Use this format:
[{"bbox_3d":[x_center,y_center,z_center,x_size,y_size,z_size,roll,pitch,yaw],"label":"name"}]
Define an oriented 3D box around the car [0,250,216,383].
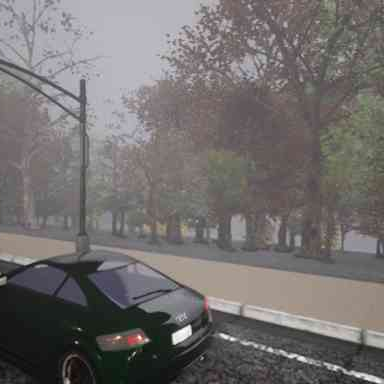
[{"bbox_3d":[-1.741,1.588,4.926,4.181,1.385,1.994,0,0,36],"label":"car"}]
